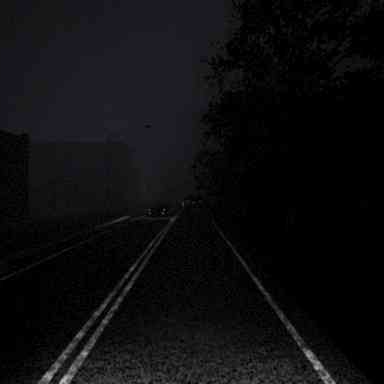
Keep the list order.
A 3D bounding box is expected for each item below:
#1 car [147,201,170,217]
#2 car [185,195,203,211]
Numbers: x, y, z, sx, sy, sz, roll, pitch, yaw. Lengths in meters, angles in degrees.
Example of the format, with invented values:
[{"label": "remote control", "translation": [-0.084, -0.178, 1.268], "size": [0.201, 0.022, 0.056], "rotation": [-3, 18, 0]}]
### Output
[{"label": "car", "translation": [-3.253, 1.589, 33.009], "size": [1.882, 1.535, 5.008], "rotation": [0, -1, 1]}, {"label": "car", "translation": [0.262, 1.381, 42.699], "size": [2.150, 2.045, 5.566], "rotation": [0, 0, 1]}]
